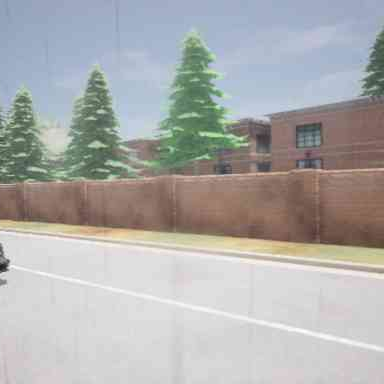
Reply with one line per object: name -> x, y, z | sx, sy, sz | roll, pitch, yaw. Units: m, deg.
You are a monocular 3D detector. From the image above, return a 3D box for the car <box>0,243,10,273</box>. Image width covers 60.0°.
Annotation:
car -> -6.845, 1.508, 8.583 | 5.357, 1.411, 2.033 | -1, 2, 35
